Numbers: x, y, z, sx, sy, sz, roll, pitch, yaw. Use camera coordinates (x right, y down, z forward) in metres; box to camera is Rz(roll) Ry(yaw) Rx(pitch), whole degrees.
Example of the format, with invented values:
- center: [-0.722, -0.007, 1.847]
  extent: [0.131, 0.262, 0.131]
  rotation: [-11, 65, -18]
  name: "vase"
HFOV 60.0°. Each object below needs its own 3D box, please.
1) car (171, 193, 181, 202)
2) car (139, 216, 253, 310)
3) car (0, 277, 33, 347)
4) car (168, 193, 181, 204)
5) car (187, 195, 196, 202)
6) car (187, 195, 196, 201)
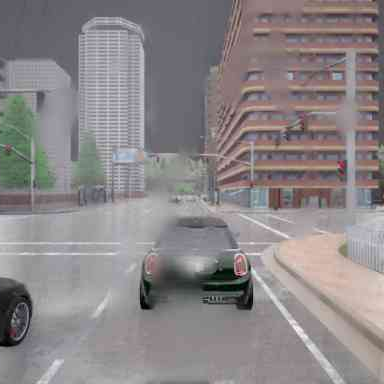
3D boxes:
- center: [-3.668, 1.219, 76.127]
  extent: [2.150, 2.045, 5.566]
  rotation: [0, 0, 0]
  name: "car"
- center: [0.096, 1.352, 7.978]
  extent: [2.097, 1.767, 4.553]
  rotation: [0, 0, 1]
  name: "car"
- center: [-3.433, 1.526, 3.358]
  extent: [1.812, 1.442, 4.674]
  rotation: [0, 0, 0]
  name: "car"
- center: [-3.541, 1.491, 64.204]
  extent: [2.128, 1.511, 4.902]
  rotation: [0, 0, 0]
  name: "car"
- center: [-0.168, 1.519, 76.386]
  extent: [1.812, 1.442, 4.674]
  rotation: [0, 0, 0]
  name: "car"
- center: [-0.188, 1.507, 85.386]
  extent: [2.128, 1.511, 4.902]
  rotation: [0, 0, 0]
  name: "car"
